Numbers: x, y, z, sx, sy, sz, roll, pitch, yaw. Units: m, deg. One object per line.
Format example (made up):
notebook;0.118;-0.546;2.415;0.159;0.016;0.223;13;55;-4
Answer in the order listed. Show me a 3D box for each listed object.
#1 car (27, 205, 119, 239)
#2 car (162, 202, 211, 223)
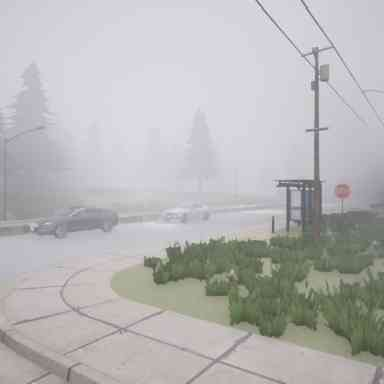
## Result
car;-6.150;1.492;17.760;2.128;1.511;4.902;0;0;36
car;-0.305;1.526;25.833;1.812;1.442;4.674;0;0;36
